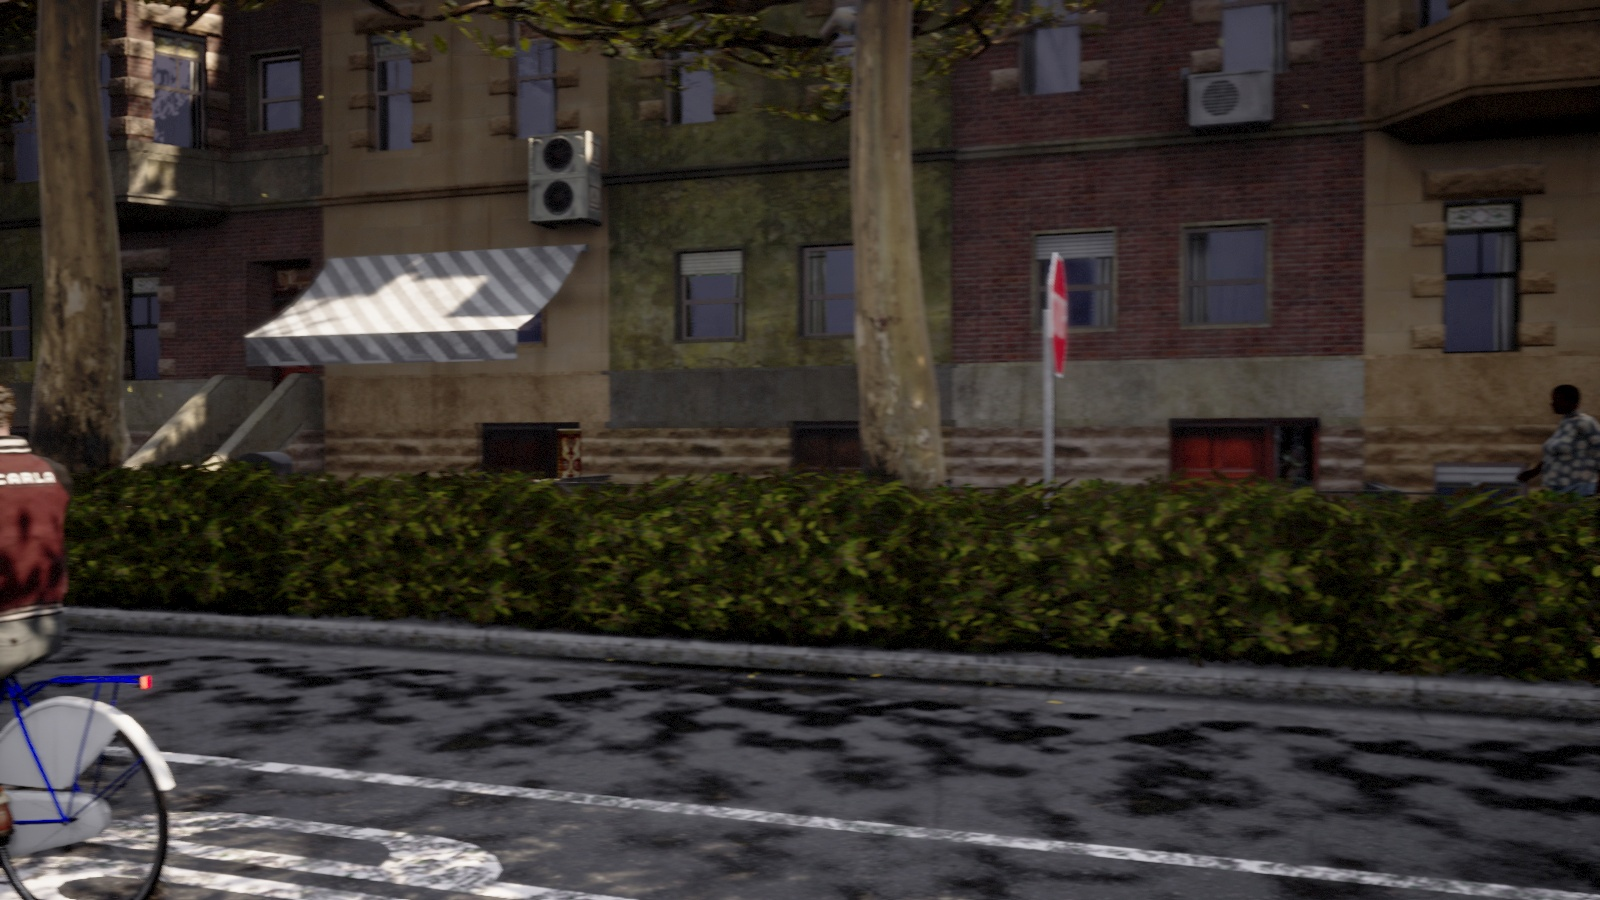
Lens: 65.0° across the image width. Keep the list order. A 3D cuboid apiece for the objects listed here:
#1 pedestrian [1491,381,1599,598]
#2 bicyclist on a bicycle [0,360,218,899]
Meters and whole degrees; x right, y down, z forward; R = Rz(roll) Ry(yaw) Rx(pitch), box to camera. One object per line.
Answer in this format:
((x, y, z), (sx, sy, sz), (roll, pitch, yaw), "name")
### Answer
((6.746, 0.329, 11.201), (0.900, 1.855, 0.874), (1, 1, 22), "pedestrian")
((-2.912, 0.620, 4.117), (1.843, 1.776, 0.659), (1, 1, 16), "bicyclist on a bicycle")
